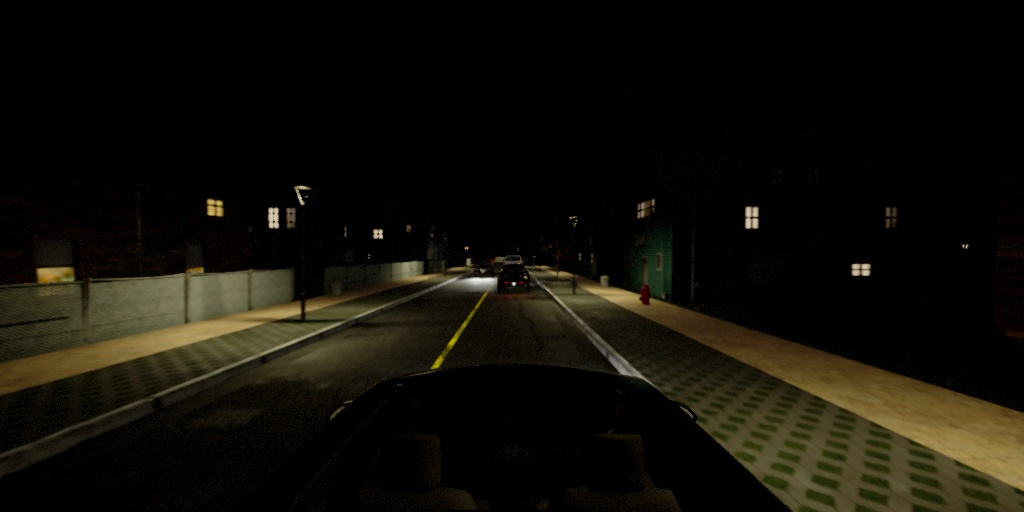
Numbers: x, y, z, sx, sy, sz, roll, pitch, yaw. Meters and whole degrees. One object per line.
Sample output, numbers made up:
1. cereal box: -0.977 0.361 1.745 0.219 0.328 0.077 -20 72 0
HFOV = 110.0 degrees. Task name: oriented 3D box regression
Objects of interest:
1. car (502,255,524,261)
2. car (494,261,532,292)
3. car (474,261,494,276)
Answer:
1. car: 0.108 0.946 40.369 2.150 2.045 5.566 0 0 0
2. car: 0.104 1.241 21.471 1.837 1.490 4.892 0 0 0
3. car: -2.743 1.249 36.597 2.128 1.511 4.902 0 0 0
